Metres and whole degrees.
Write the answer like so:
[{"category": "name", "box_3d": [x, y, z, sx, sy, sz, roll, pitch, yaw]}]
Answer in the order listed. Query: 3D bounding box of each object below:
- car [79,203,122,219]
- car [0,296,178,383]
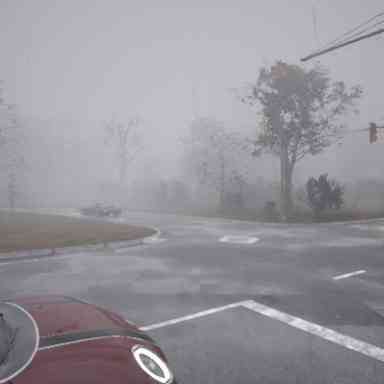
[{"category": "car", "box_3d": [-8.316, 1.629, 29.857, 1.895, 1.301, 4.718, 0, 0, -43]}, {"category": "car", "box_3d": [-2.283, 1.352, 2.133, 4.553, 1.767, 2.097, 0, 0, -36]}]
